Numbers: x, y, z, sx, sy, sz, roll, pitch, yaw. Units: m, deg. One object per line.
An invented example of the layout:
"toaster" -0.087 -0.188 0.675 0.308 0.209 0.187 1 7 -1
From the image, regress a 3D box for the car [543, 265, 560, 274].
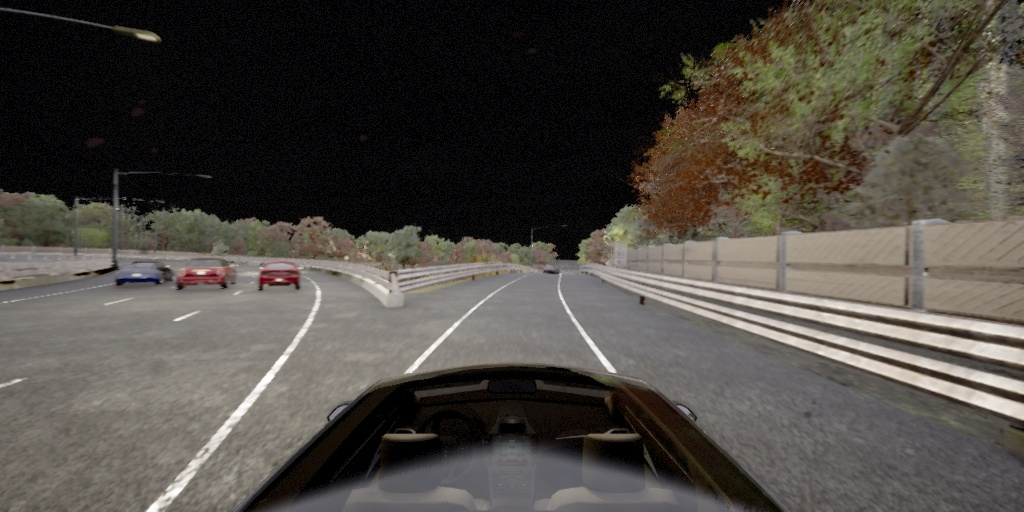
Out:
"car" 5.741 2.015 54.610 2.033 1.411 5.357 1 -3 9

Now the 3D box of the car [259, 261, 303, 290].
"car" -13.314 1.060 20.742 1.882 1.535 5.008 1 0 -30

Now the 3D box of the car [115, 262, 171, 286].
"car" -22.415 1.037 22.065 1.994 1.385 4.181 1 0 -33

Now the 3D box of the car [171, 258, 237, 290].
"car" -17.237 0.888 20.475 2.097 1.767 4.553 1 0 -31
